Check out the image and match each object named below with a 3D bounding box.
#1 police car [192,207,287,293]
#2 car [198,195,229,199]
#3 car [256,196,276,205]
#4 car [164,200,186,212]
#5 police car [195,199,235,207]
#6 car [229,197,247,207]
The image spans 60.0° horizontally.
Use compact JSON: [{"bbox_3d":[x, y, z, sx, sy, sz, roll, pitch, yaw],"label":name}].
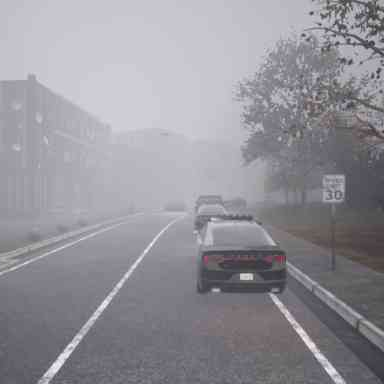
[{"bbox_3d":[1.050,1.428,8.987,1.930,1.638,5.238,0,0,0],"label":"police car"},{"bbox_3d":[1.387,1.226,24.672,2.150,2.045,5.566,0,0,5],"label":"car"},{"bbox_3d":[12.258,1.308,55.313,1.812,1.442,4.674,-1,1,40],"label":"car"},{"bbox_3d":[-1.882,1.569,37.977,1.994,1.385,4.181,0,0,7],"label":"car"},{"bbox_3d":[1.101,1.429,18.924,1.930,1.638,5.238,0,0,1],"label":"police car"},{"bbox_3d":[5.936,1.406,45.032,1.882,1.535,5.008,0,0,28],"label":"car"}]
